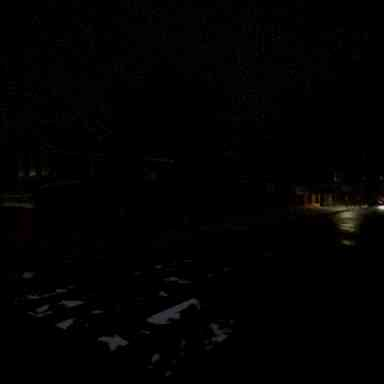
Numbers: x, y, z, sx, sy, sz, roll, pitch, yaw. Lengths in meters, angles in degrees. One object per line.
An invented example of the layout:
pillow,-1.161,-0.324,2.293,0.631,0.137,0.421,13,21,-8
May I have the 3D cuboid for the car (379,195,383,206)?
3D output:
car,24.097,0.696,40.136,2.097,1.767,4.553,-1,1,39
